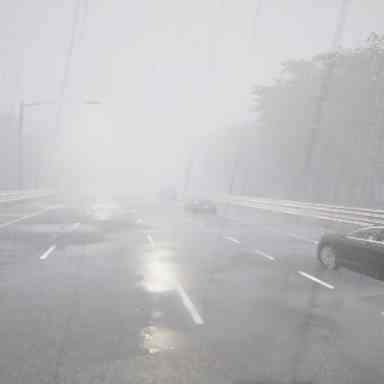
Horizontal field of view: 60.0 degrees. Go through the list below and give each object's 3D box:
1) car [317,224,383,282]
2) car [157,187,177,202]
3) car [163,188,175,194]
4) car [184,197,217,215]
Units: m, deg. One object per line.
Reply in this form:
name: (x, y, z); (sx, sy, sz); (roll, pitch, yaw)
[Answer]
car: (4.975, 1.491, 7.961); (2.128, 1.511, 4.902); (1, 1, -13)
car: (-3.485, 0.342, 46.039); (2.150, 2.045, 5.566); (1, 1, -13)
car: (-6.331, -0.271, 92.916); (2.128, 1.511, 4.902); (2, 1, 12)
car: (0.630, 1.106, 27.491); (1.994, 1.385, 4.181); (1, 1, -13)
